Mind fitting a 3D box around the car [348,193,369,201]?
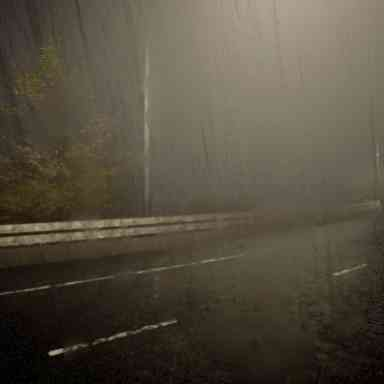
[{"bbox_3d":[42.017,1.492,83.874,1.882,1.535,5.008,0,0,5],"label":"car"}]
